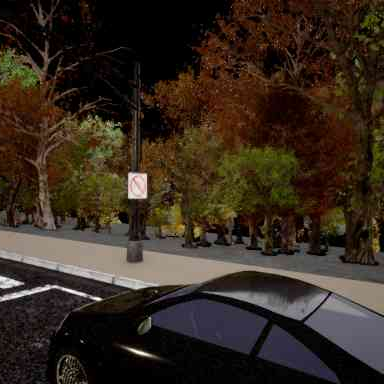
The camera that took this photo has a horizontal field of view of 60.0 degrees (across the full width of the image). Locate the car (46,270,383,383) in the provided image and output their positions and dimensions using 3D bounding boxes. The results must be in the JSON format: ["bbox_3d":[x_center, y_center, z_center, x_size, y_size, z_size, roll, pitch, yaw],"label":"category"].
[{"bbox_3d":[0.382,1.564,3.414,4.181,1.385,1.994,0,0,36],"label":"car"}]
